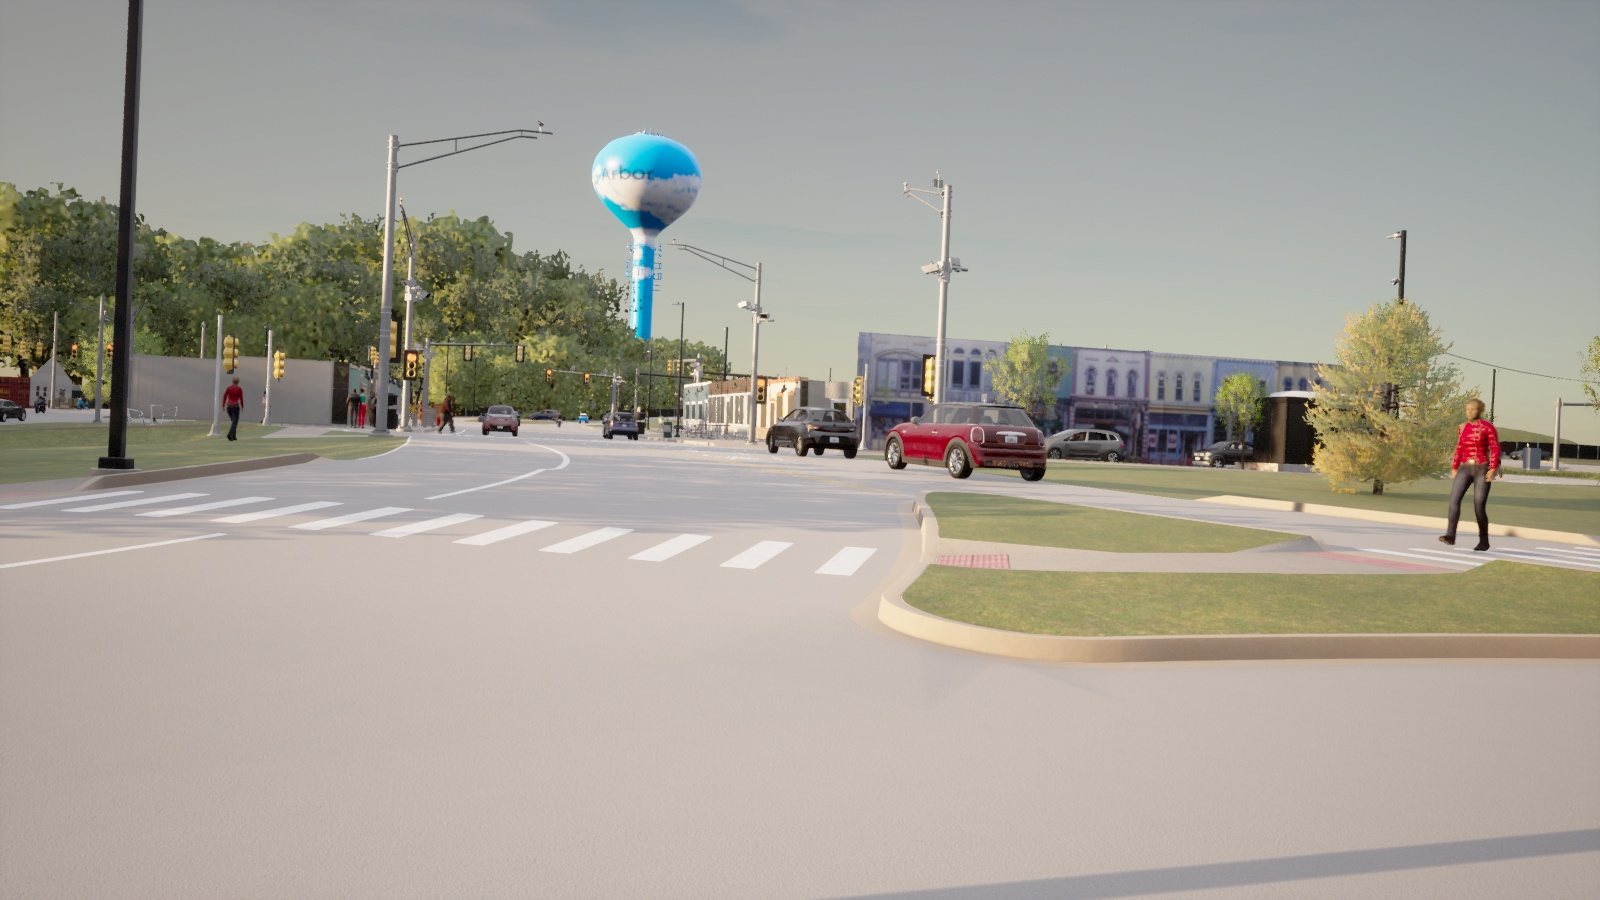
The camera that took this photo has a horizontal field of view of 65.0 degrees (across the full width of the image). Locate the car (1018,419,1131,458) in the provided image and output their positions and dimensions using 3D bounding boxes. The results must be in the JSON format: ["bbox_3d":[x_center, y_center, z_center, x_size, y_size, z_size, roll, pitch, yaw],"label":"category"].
[{"bbox_3d":[12.780,-0.528,58.548,4.611,1.667,2.242,2,0,-14],"label":"car"}]

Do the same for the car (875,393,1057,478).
[{"bbox_3d":[3.667,-0.389,28.708,2.097,1.767,4.553,1,2,-22],"label":"car"}]

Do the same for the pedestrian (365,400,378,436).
[{"bbox_3d":[-22.246,-1.651,65.231,0.540,1.848,0.694,1,0,-14],"label":"pedestrian"}]

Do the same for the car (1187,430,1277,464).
[{"bbox_3d":[20.838,-0.150,60.601,3.705,1.549,1.789,2,0,-14],"label":"car"}]

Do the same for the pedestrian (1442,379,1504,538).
[{"bbox_3d":[7.996,0.103,14.928,0.636,1.846,0.331,1,0,-31],"label":"pedestrian"}]

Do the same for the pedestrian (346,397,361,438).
[{"bbox_3d":[-20.592,-1.494,57.894,0.563,1.883,0.849,1,0,-18],"label":"pedestrian"}]

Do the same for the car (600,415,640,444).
[{"bbox_3d":[-10.597,-1.230,73.870,1.851,1.617,3.988,1,1,-15],"label":"car"}]

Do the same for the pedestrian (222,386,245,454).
[{"bbox_3d":[-15.714,-0.829,34.837,0.331,1.846,0.636,1,0,-2],"label":"pedestrian"}]

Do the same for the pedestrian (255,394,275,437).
[{"bbox_3d":[-23.313,-1.512,54.726,0.706,1.836,0.354,1,0,-8],"label":"pedestrian"}]

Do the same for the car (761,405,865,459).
[{"bbox_3d":[0.321,-0.560,37.708,1.816,1.474,4.193,1,1,-19],"label":"car"}]

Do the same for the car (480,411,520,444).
[{"bbox_3d":[-14.708,-1.099,61.686,1.845,1.501,3.633,1,0,-13],"label":"car"}]

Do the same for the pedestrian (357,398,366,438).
[{"bbox_3d":[-20.452,-1.505,58.530,0.345,1.836,0.594,1,0,-19],"label":"pedestrian"}]

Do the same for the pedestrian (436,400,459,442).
[{"bbox_3d":[-15.774,-1.299,56.194,0.899,1.844,0.634,1,0,-7],"label":"pedestrian"}]
